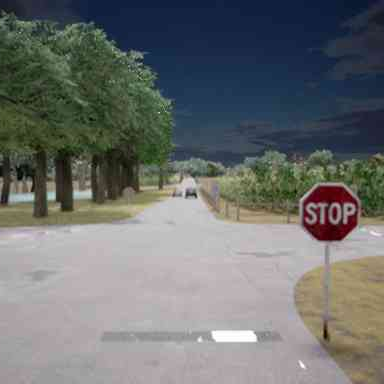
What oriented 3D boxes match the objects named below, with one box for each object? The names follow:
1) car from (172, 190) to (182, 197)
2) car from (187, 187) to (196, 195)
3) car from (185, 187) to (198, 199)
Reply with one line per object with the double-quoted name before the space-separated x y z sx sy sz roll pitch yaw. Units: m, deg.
"car" -2.888 0.260 65.891 1.812 1.442 4.674 0 2 0
"car" -0.150 -0.174 71.712 1.882 1.535 5.008 0 2 0
"car" -0.129 0.113 61.330 2.150 2.045 5.566 0 2 0
